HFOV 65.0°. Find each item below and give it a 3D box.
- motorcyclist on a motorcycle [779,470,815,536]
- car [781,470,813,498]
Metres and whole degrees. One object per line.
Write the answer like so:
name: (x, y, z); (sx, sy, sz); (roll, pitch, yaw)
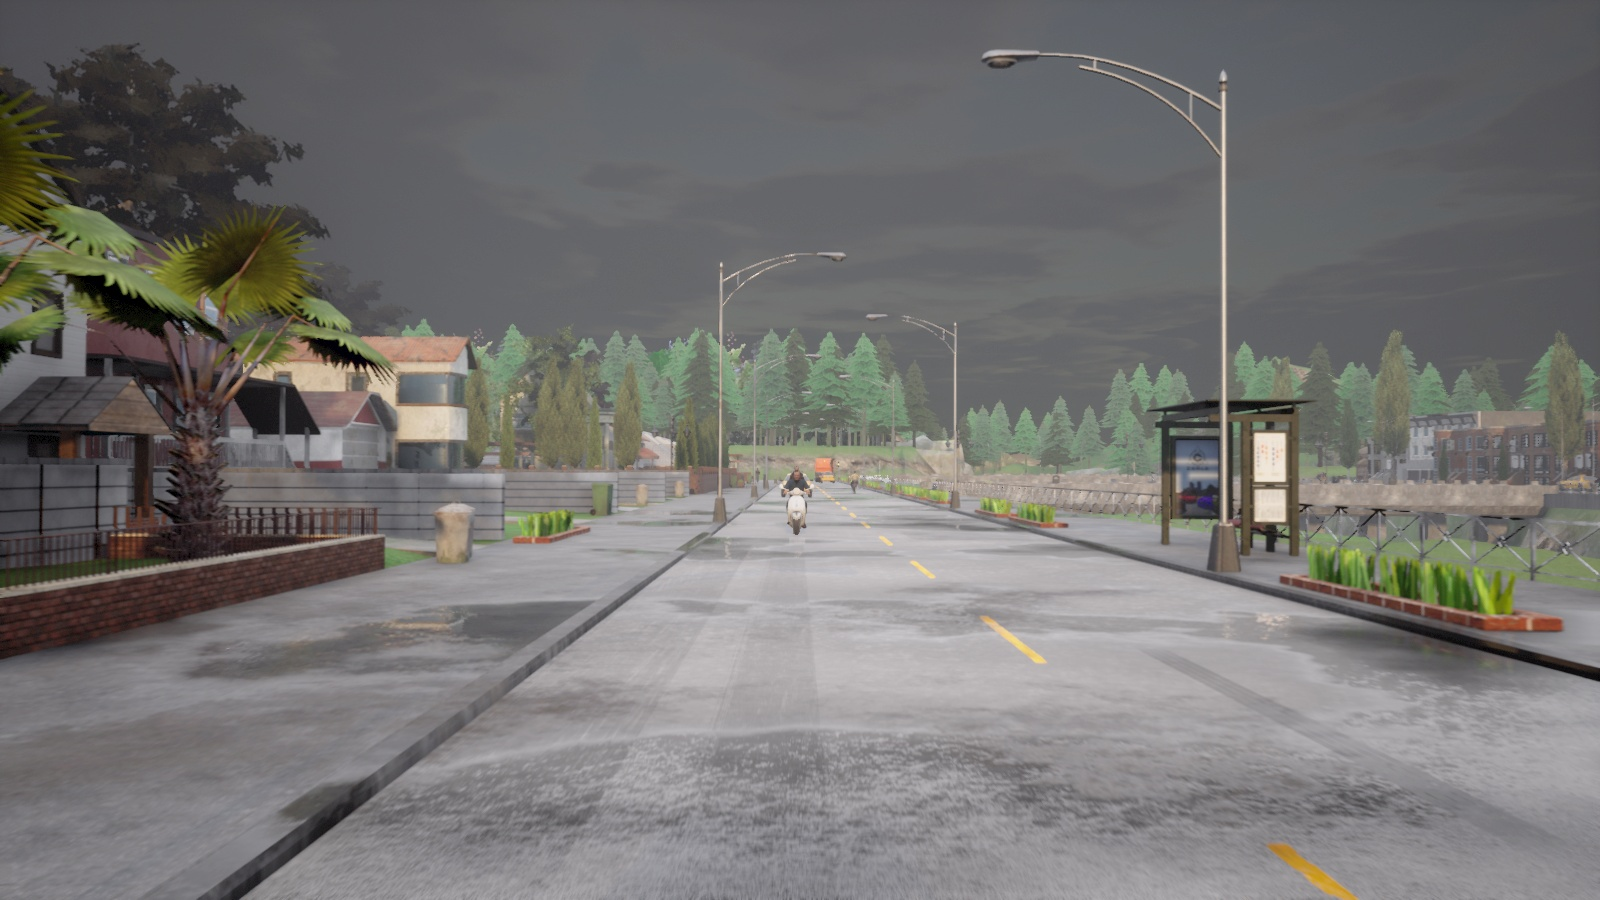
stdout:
motorcyclist on a motorcycle: (-0.073, 1.288, 31.055); (0.866, 1.590, 1.817); (0, -1, 0)
car: (-0.176, 2.007, 74.844); (1.801, 1.575, 5.366); (0, -1, 0)
